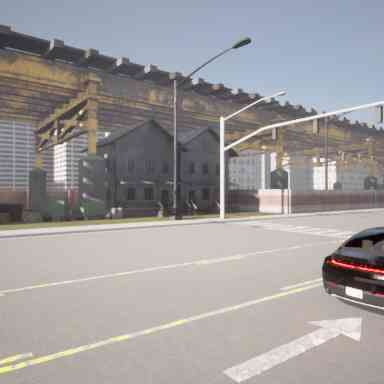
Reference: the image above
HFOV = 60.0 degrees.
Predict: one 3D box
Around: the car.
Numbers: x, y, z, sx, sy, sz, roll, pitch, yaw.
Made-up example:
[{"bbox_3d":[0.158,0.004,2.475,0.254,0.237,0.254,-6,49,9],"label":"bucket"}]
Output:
[{"bbox_3d":[4.801,1.505,7.184,4.892,1.490,1.837,0,0,-35],"label":"car"}]
